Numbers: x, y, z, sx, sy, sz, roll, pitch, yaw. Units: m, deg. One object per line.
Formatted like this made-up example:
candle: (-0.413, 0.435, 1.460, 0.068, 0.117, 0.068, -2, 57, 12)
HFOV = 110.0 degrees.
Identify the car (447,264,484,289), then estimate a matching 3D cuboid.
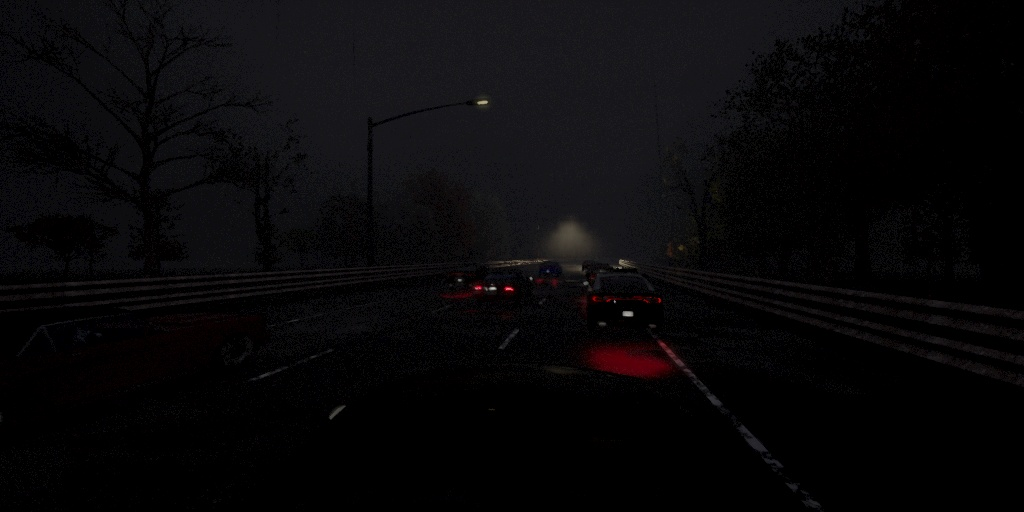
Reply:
car: (-2.456, 1.230, 22.775, 1.882, 1.535, 5.008, 0, 0, 12)

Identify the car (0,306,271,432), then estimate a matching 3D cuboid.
car: (-5.984, 1.351, 4.951, 1.895, 1.301, 4.718, 0, 0, 11)

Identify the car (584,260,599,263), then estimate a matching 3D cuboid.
car: (6.438, 1.262, 26.464, 1.837, 1.490, 4.892, 0, 0, 12)

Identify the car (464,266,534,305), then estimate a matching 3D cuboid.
car: (-0.229, 1.299, 16.232, 2.033, 1.411, 5.357, 0, 0, 11)

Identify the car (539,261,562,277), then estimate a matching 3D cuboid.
car: (3.840, 1.240, 35.175, 1.882, 1.535, 5.008, 0, 0, 13)

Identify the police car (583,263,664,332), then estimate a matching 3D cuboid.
police car: (3.266, 1.176, 11.099, 1.930, 1.638, 5.238, 0, 0, 11)

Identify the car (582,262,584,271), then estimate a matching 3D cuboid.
car: (10.552, 1.254, 48.648, 1.882, 1.535, 5.008, 0, 0, 15)
